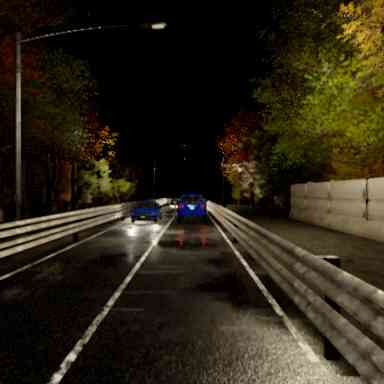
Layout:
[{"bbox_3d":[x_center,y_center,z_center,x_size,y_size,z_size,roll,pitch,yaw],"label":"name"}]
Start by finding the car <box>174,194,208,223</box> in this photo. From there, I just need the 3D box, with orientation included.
[{"bbox_3d":[0.024,1.191,25.618,2.150,2.045,5.566,0,0,0],"label":"car"}]

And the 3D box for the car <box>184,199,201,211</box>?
[{"bbox_3d":[0.077,1.632,42.677,2.033,1.411,5.357,0,-1,0],"label":"car"}]

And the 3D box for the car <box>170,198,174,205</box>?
[{"bbox_3d":[-3.251,1.923,66.029,2.128,1.511,4.902,0,-1,0],"label":"car"}]

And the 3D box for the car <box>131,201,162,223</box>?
[{"bbox_3d":[-3.346,1.442,25.092,1.882,1.535,5.008,0,0,0],"label":"car"}]
